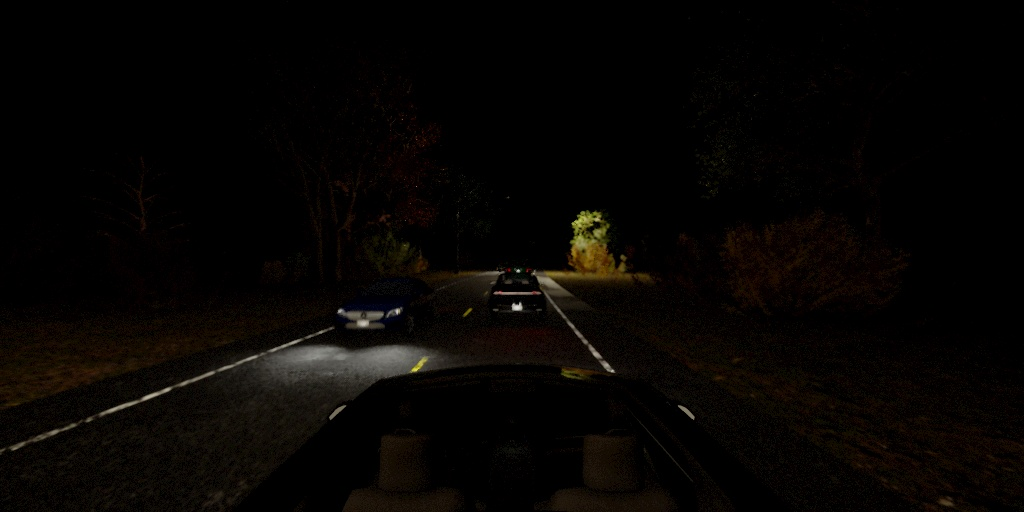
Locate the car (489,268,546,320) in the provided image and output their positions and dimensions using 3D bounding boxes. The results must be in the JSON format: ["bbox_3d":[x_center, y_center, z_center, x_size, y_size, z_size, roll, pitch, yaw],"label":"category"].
[{"bbox_3d":[0.191,1.369,13.252,2.128,1.511,4.902,0,-1,1],"label":"car"}]

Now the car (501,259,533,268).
[{"bbox_3d":[0.558,1.272,29.357,2.150,2.045,5.566,0,0,2],"label":"car"}]

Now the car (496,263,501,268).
[{"bbox_3d":[-1.530,1.860,59.400,1.837,1.490,4.892,0,-1,4],"label":"car"}]

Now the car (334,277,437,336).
[{"bbox_3d":[-3.539,1.376,10.916,1.812,1.442,4.674,0,-1,1],"label":"car"}]
